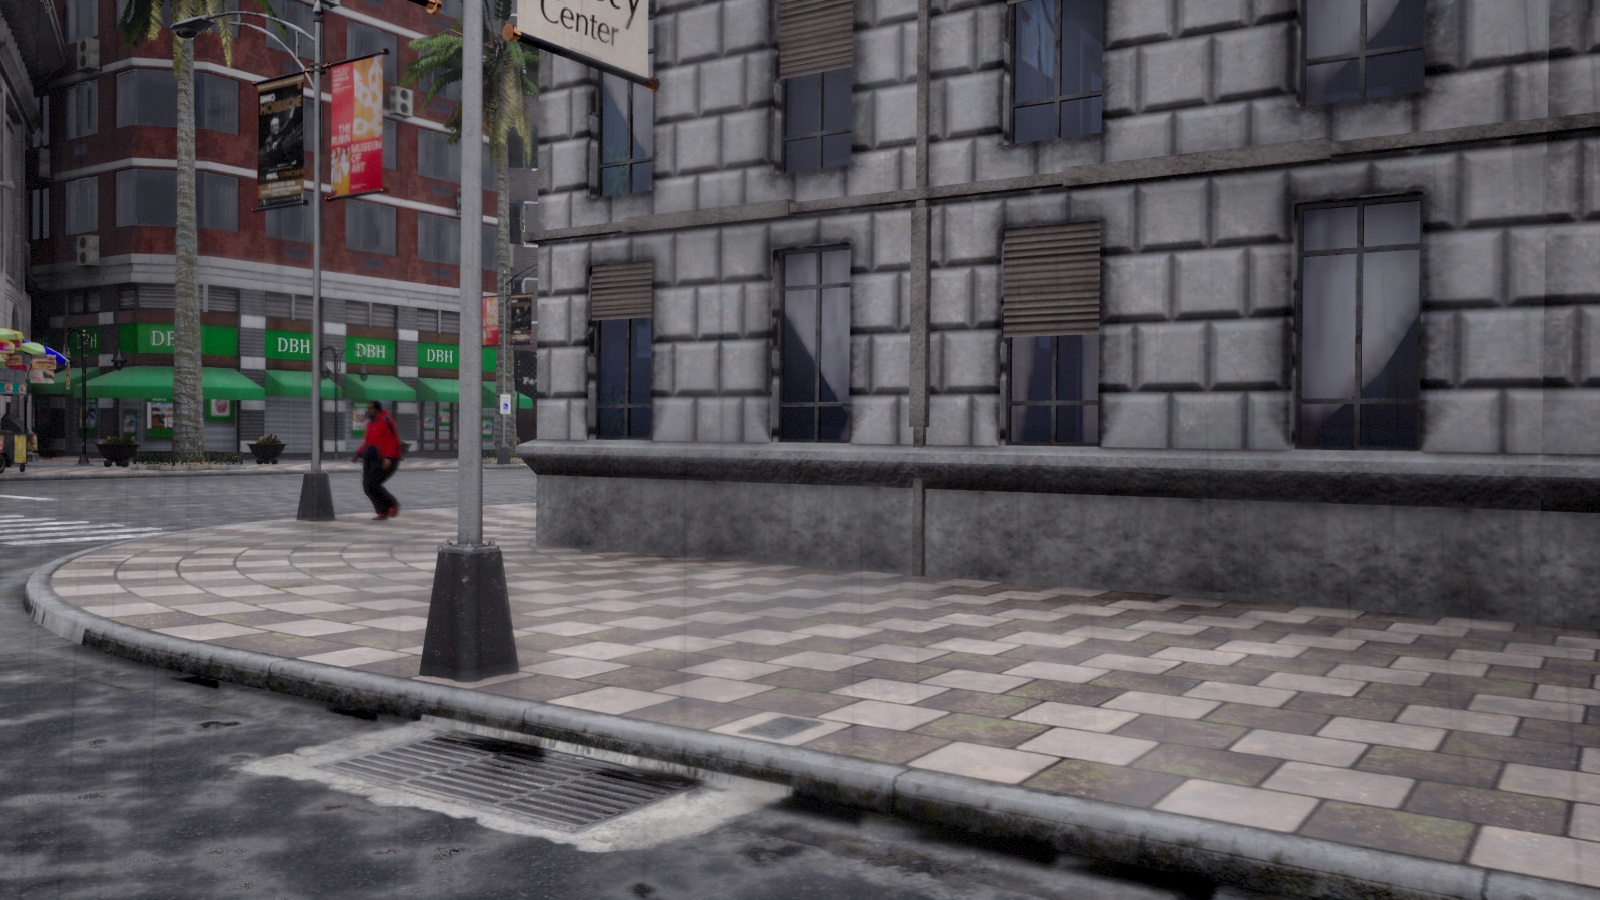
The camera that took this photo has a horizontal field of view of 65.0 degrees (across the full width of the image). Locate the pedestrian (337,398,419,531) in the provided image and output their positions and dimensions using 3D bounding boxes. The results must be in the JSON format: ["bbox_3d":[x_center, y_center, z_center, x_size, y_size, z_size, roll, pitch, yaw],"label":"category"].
[{"bbox_3d":[-6.013,0.198,17.912,0.634,1.844,0.899,0,1,42],"label":"pedestrian"}]
